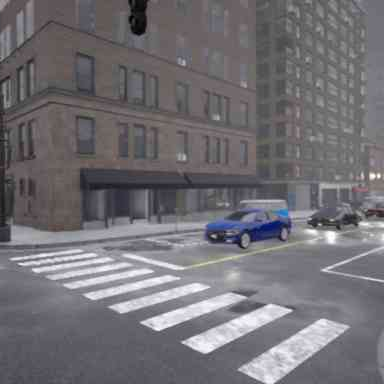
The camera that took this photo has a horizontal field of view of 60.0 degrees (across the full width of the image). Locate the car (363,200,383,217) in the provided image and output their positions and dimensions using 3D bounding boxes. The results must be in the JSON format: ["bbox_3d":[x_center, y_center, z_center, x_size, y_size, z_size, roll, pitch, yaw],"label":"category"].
[{"bbox_3d":[16.836,1.681,29.372,4.718,1.301,1.895,0,0,-45],"label":"car"}]

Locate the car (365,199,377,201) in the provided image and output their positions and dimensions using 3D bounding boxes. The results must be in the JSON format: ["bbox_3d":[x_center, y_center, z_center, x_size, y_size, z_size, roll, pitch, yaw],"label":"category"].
[{"bbox_3d":[16.150,1.632,32.349,1.947,1.339,4.313,-1,-1,45],"label":"car"}]

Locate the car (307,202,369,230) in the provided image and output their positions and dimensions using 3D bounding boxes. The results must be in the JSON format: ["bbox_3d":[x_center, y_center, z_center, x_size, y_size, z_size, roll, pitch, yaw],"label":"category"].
[{"bbox_3d":[9.658,1.604,22.164,2.033,1.411,5.357,1,0,45],"label":"car"}]

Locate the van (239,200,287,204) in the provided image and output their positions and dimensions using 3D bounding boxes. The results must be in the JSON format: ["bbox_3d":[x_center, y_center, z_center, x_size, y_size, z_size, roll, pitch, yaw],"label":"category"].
[{"bbox_3d":[4.363,1.369,20.495,1.690,1.788,3.998,-1,-1,45],"label":"van"}]

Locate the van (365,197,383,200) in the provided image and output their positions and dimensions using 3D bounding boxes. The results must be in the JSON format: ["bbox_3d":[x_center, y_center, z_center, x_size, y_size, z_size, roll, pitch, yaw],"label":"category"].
[{"bbox_3d":[20.077,1.420,36.303,1.690,1.788,3.998,-1,-1,45],"label":"van"}]

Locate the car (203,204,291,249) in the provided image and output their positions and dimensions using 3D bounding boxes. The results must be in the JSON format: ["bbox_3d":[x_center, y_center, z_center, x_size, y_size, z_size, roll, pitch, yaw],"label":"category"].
[{"bbox_3d":[2.633,1.510,15.093,1.882,1.535,5.008,1,0,45],"label":"car"}]

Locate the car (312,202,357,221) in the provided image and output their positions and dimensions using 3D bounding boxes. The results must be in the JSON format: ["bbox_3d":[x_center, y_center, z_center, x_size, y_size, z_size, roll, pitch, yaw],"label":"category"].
[{"bbox_3d":[12.221,1.604,28.397,2.008,1.369,4.403,-1,-1,45],"label":"car"}]
